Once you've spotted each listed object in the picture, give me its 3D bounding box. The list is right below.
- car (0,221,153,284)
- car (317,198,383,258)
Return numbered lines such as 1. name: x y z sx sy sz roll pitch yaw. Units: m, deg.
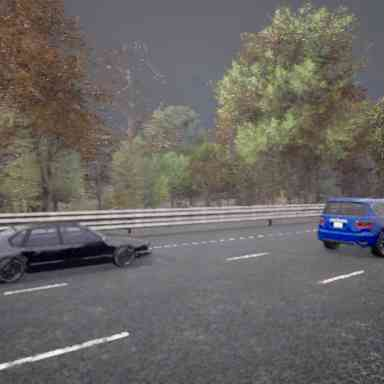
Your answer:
1. car: -3.849 1.553 9.598 5.357 1.411 2.033 0 0 -35
2. car: 7.323 1.257 13.264 5.566 2.045 2.150 0 0 -35
